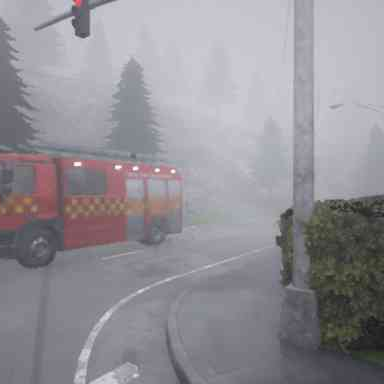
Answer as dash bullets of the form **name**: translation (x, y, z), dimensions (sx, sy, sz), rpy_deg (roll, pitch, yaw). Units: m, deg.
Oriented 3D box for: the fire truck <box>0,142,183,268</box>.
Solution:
- **fire truck**: translation (-4.002, 0.343, 12.629), dimensions (2.891, 3.827, 8.468), rpy_deg (0, 0, 37)
